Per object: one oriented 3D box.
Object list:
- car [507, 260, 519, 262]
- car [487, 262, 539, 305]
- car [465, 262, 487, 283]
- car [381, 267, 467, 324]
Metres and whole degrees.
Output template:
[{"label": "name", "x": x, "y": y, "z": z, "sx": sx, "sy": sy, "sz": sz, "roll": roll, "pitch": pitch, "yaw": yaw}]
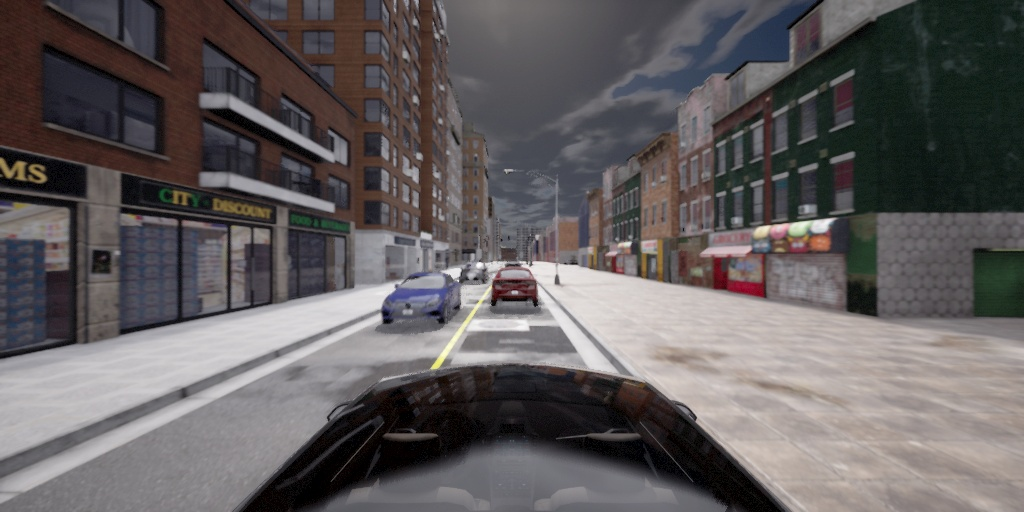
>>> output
[{"label": "car", "x": 0.115, "y": 1.245, "z": 41.273, "sx": 1.837, "sy": 1.490, "sz": 4.892, "roll": 0, "pitch": 0, "yaw": 0}, {"label": "car", "x": 0.107, "y": 1.224, "z": 15.954, "sx": 1.882, "sy": 1.535, "sz": 5.008, "roll": 0, "pitch": 0, "yaw": 0}, {"label": "car", "x": -2.799, "y": 1.238, "z": 27.345, "sx": 2.128, "sy": 1.511, "sz": 4.902, "roll": 0, "pitch": 0, "yaw": 0}, {"label": "car", "x": -2.826, "y": 1.274, "z": 12.097, "sx": 1.812, "sy": 1.442, "sz": 4.674, "roll": 0, "pitch": 0, "yaw": 0}]
